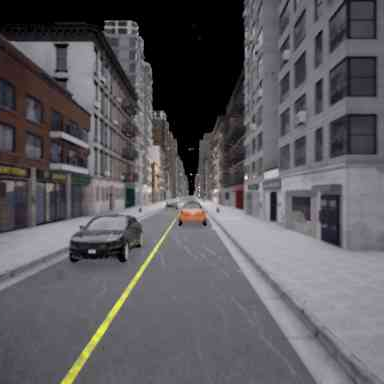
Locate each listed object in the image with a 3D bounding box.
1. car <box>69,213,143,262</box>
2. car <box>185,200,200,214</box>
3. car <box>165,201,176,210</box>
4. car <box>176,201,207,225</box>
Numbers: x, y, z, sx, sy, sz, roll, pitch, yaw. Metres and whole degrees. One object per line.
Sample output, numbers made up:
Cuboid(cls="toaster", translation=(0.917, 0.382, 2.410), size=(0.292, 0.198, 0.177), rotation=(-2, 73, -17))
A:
Cuboid(cls="car", translation=(-3.100, 1.604, 12.841), size=(1.882, 1.535, 5.008), rotation=(0, -1, 0))
Cuboid(cls="car", translation=(0.039, 1.904, 42.682), size=(1.837, 1.490, 4.892), rotation=(0, 0, 0))
Cuboid(cls="car", translation=(-3.111, 2.021, 51.390), size=(2.033, 1.411, 5.357), rotation=(0, 0, 0))
Cuboid(cls="car", translation=(0.053, 1.605, 26.672), size=(2.097, 1.767, 4.553), rotation=(0, -1, 0))
